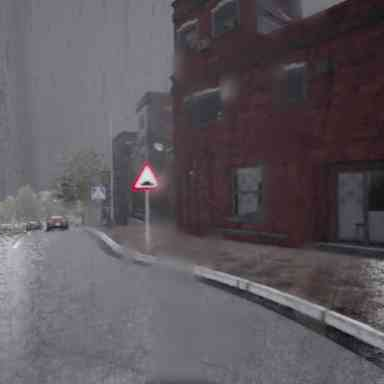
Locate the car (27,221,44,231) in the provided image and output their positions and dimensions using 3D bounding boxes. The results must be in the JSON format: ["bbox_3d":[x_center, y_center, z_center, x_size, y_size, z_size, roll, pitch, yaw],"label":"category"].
[{"bbox_3d":[-23.540,5.066,49.702,1.812,1.442,4.674,-1,-5,-21],"label":"car"}]

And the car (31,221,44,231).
[{"bbox_3d":[-27.430,6.087,59.211,1.837,1.490,4.892,-1,-6,-22],"label":"car"}]

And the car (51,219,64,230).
[{"bbox_3d":[-20.817,5.035,51.512,1.882,1.535,5.008,-1,-5,-22],"label":"car"}]

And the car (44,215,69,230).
[{"bbox_3d":[-12.623,2.881,31.323,1.812,1.442,4.674,-1,-5,-22],"label":"car"}]

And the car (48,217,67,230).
[{"bbox_3d":[-16.668,3.989,41.279,2.033,1.411,5.357,-1,-5,-22],"label":"car"}]
